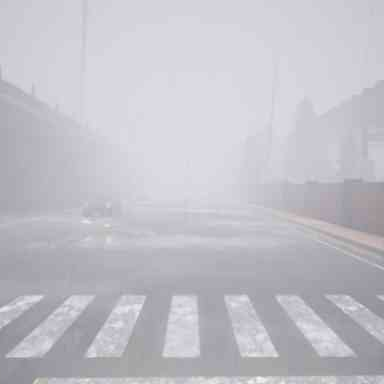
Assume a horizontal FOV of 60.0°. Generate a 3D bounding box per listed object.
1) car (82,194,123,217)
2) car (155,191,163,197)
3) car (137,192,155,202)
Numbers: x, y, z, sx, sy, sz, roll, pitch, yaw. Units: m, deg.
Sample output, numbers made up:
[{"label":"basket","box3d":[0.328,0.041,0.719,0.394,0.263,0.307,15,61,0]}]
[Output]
[{"label":"car","box3d":[-6.843,0.928,26.000,2.097,1.767,4.553,0,0,0]},{"label":"car","box3d":[-7.818,0.399,76.961,1.994,1.385,4.181,0,1,-1]},{"label":"car","box3d":[-7.313,0.786,51.408,2.033,1.411,5.357,0,1,-1]}]
